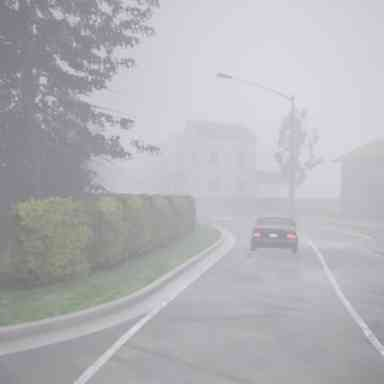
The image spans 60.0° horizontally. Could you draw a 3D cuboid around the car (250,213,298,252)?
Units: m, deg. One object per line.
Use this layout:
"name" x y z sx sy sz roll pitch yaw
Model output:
"car" 3.539 1.616 14.341 2.033 1.411 5.357 1 0 14
